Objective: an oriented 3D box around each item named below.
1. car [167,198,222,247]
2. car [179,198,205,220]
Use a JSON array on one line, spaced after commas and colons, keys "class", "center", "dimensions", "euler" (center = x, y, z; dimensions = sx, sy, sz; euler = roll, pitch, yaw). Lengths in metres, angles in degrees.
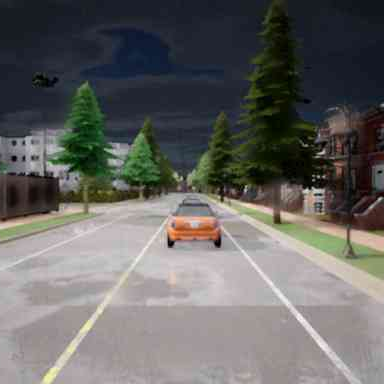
[{"class": "car", "center": [0.080, 1.222, 14.437], "dimensions": [2.097, 1.767, 4.553], "euler": [0, 1, 0]}, {"class": "car", "center": [-0.086, 1.264, 26.860], "dimensions": [1.837, 1.490, 4.892], "euler": [0, 1, -3]}]
